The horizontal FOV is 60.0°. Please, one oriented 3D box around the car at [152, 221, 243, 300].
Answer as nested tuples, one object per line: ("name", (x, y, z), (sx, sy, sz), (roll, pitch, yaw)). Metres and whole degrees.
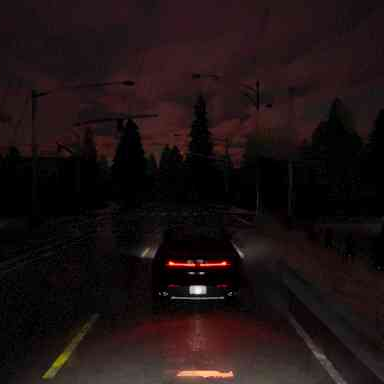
("car", (0.110, 1.504, 8.370), (1.837, 1.490, 4.892), (0, 0, 0))
